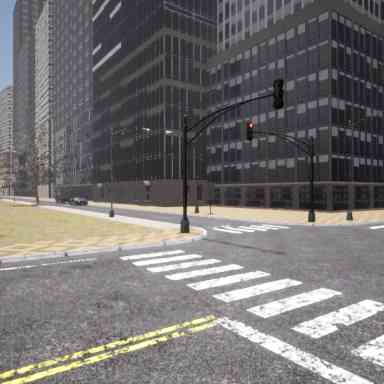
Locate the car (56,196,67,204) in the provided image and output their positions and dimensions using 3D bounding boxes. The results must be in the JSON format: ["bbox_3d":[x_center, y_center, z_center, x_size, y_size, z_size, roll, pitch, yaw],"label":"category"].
[{"bbox_3d":[-24.642,1.512,63.508,1.837,1.490,4.892,0,0,-35],"label":"car"}]

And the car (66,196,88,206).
[{"bbox_3d":[-18.849,1.603,55.243,1.895,1.301,4.718,0,0,-35],"label":"car"}]
